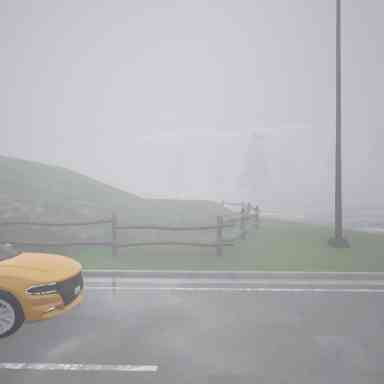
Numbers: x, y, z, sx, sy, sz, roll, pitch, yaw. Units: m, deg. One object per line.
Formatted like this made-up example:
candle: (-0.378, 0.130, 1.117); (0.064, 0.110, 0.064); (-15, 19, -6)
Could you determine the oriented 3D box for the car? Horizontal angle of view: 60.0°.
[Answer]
car: (-4.539, 1.478, 6.035); (5.008, 1.535, 1.882); (0, 0, 2)
